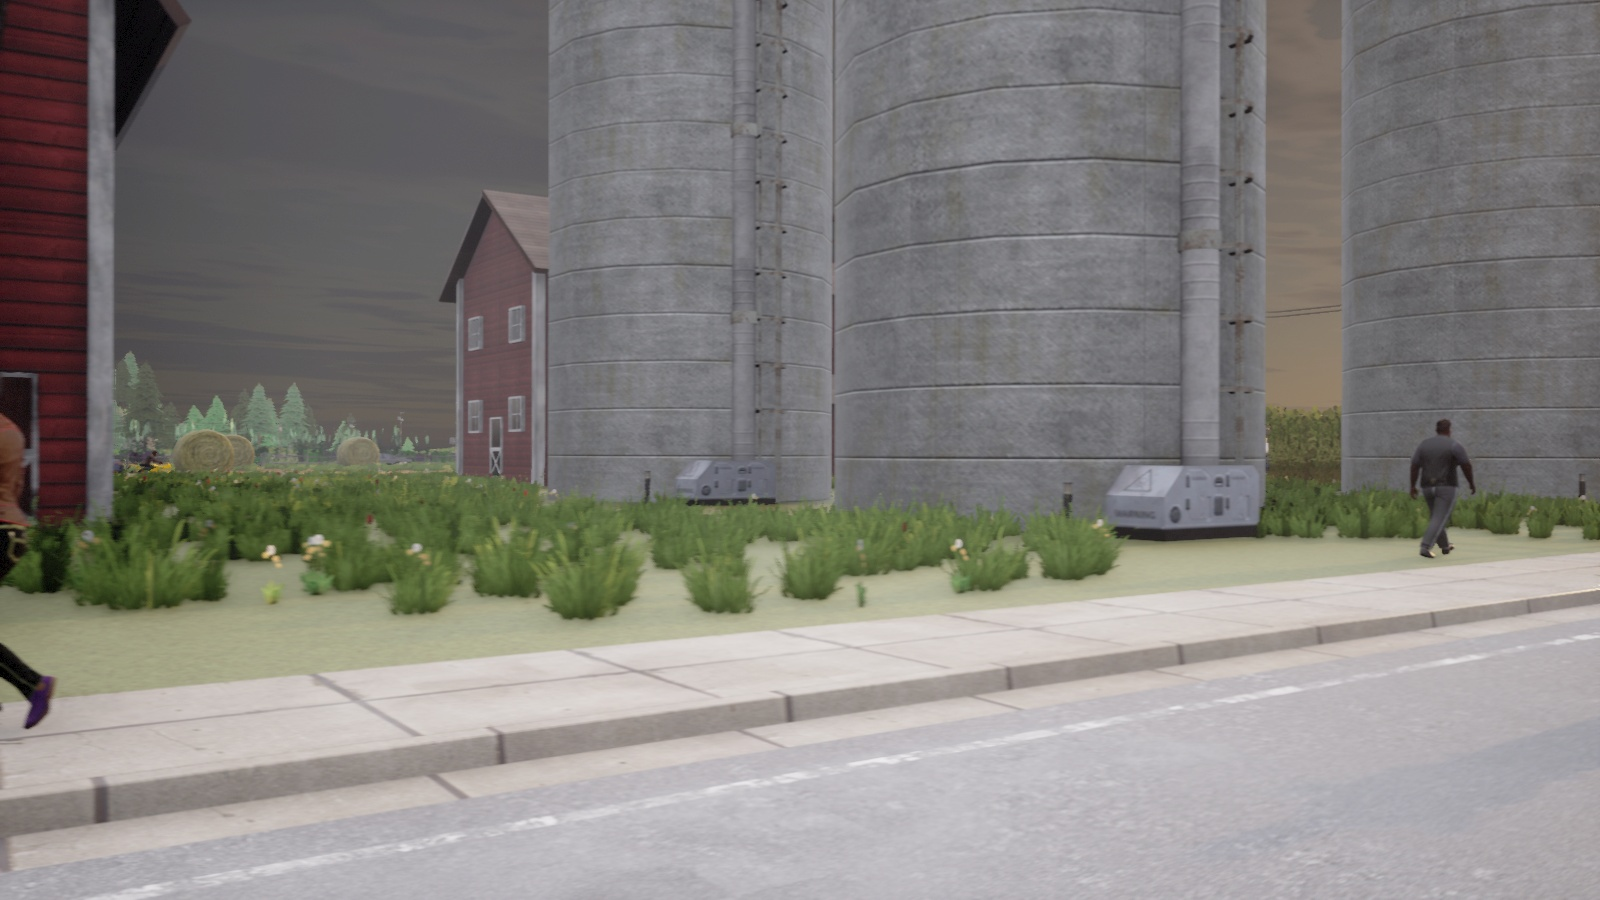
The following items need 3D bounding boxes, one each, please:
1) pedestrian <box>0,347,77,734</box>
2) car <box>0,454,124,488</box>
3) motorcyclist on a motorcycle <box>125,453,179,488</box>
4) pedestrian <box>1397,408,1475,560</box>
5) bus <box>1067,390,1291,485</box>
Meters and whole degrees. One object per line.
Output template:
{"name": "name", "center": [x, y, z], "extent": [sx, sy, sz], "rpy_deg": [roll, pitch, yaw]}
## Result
{"name": "pedestrian", "center": [-3.958, 0.423, 5.955], "extent": [0.869, 1.805, 0.328], "rpy_deg": [0, 0, -18]}
{"name": "car", "center": [-33.518, 0.928, 56.979], "extent": [4.792, 1.488, 2.163], "rpy_deg": [0, 0, -35]}
{"name": "motorcyclist on a motorcycle", "center": [-28.879, 0.898, 55.946], "extent": [2.044, 1.523, 0.797], "rpy_deg": [0, 0, -35]}
{"name": "pedestrian", "center": [8.096, 0.417, 15.990], "extent": [0.849, 1.883, 0.563], "rpy_deg": [0, 0, -36]}
{"name": "bus", "center": [18.232, -0.520, 61.280], "extent": [3.944, 4.253, 10.273], "rpy_deg": [0, 0, -34]}
